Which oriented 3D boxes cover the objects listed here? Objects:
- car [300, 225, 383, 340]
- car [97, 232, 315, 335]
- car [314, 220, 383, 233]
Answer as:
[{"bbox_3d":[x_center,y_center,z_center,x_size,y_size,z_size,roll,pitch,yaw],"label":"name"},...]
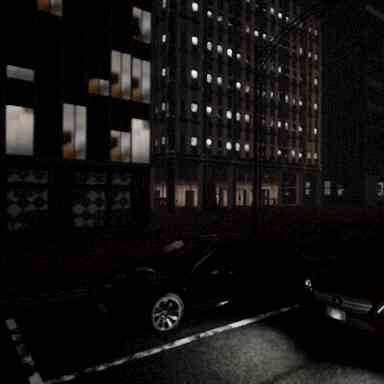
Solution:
[{"bbox_3d":[4.022,1.529,6.253,4.674,1.442,1.812,0,0,-35],"label":"car"},{"bbox_3d":[0.298,1.568,6.765,4.313,1.339,1.947,0,0,-36],"label":"car"},{"bbox_3d":[4.890,1.556,10.044,4.403,1.369,2.008,0,0,-36],"label":"car"}]
